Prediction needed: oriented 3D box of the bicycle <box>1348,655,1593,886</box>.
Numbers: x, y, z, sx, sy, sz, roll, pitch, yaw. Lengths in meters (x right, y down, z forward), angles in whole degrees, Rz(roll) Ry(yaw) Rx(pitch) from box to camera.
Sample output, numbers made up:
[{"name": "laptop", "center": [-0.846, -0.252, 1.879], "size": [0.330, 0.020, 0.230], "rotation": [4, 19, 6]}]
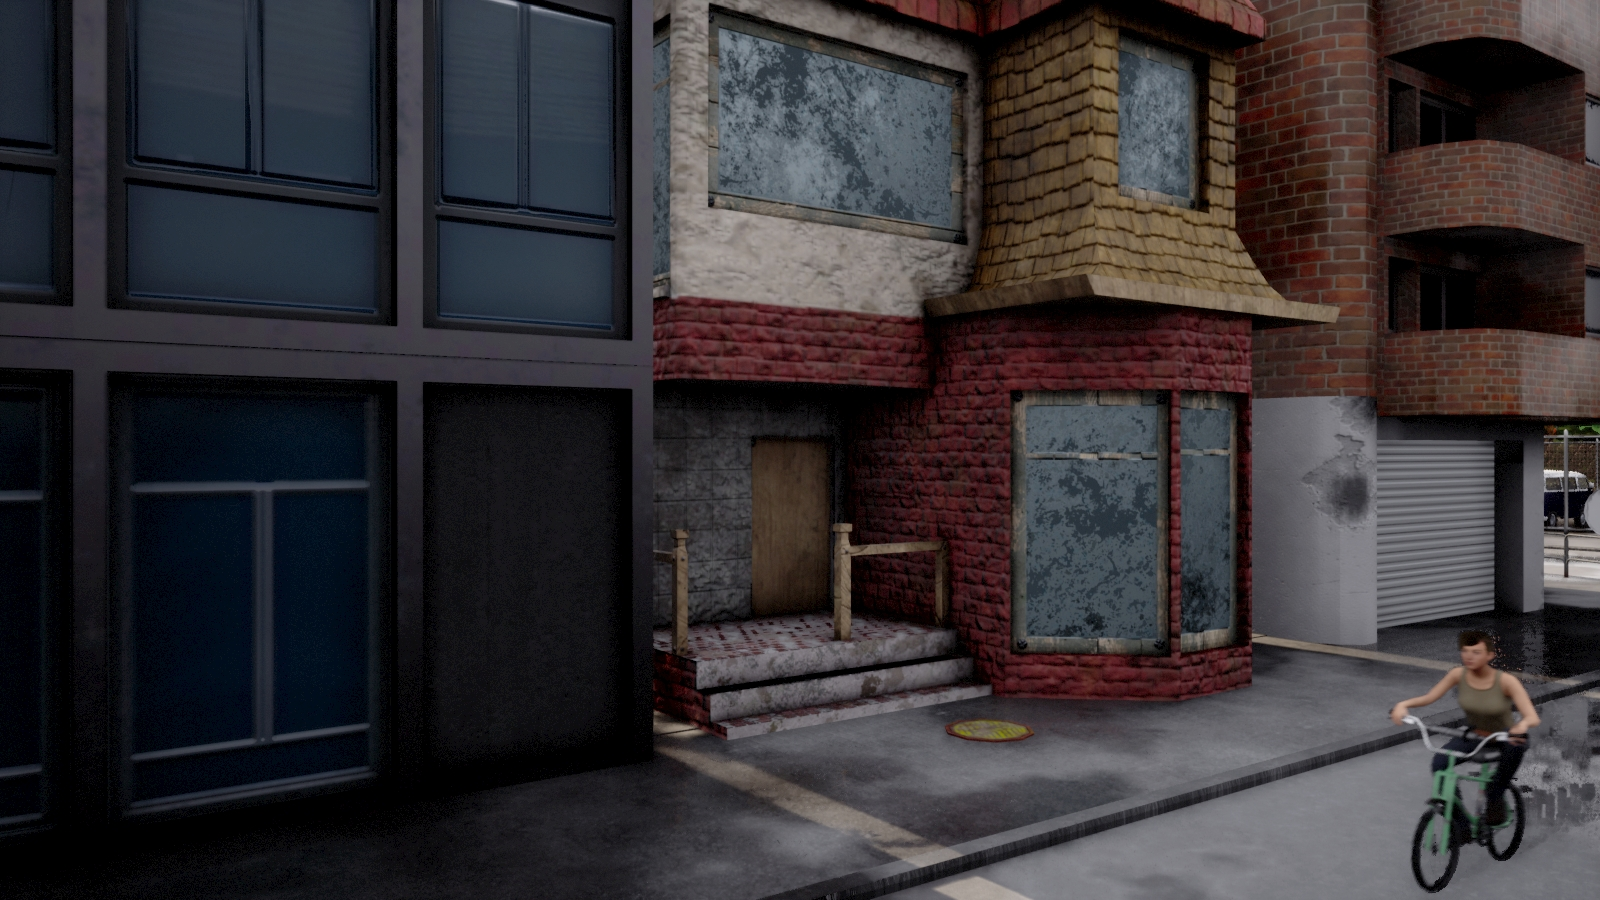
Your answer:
[{"name": "bicycle", "center": [4.422, 2.033, 7.524], "size": [1.487, 1.080, 0.859], "rotation": [0, 0, -36]}]
